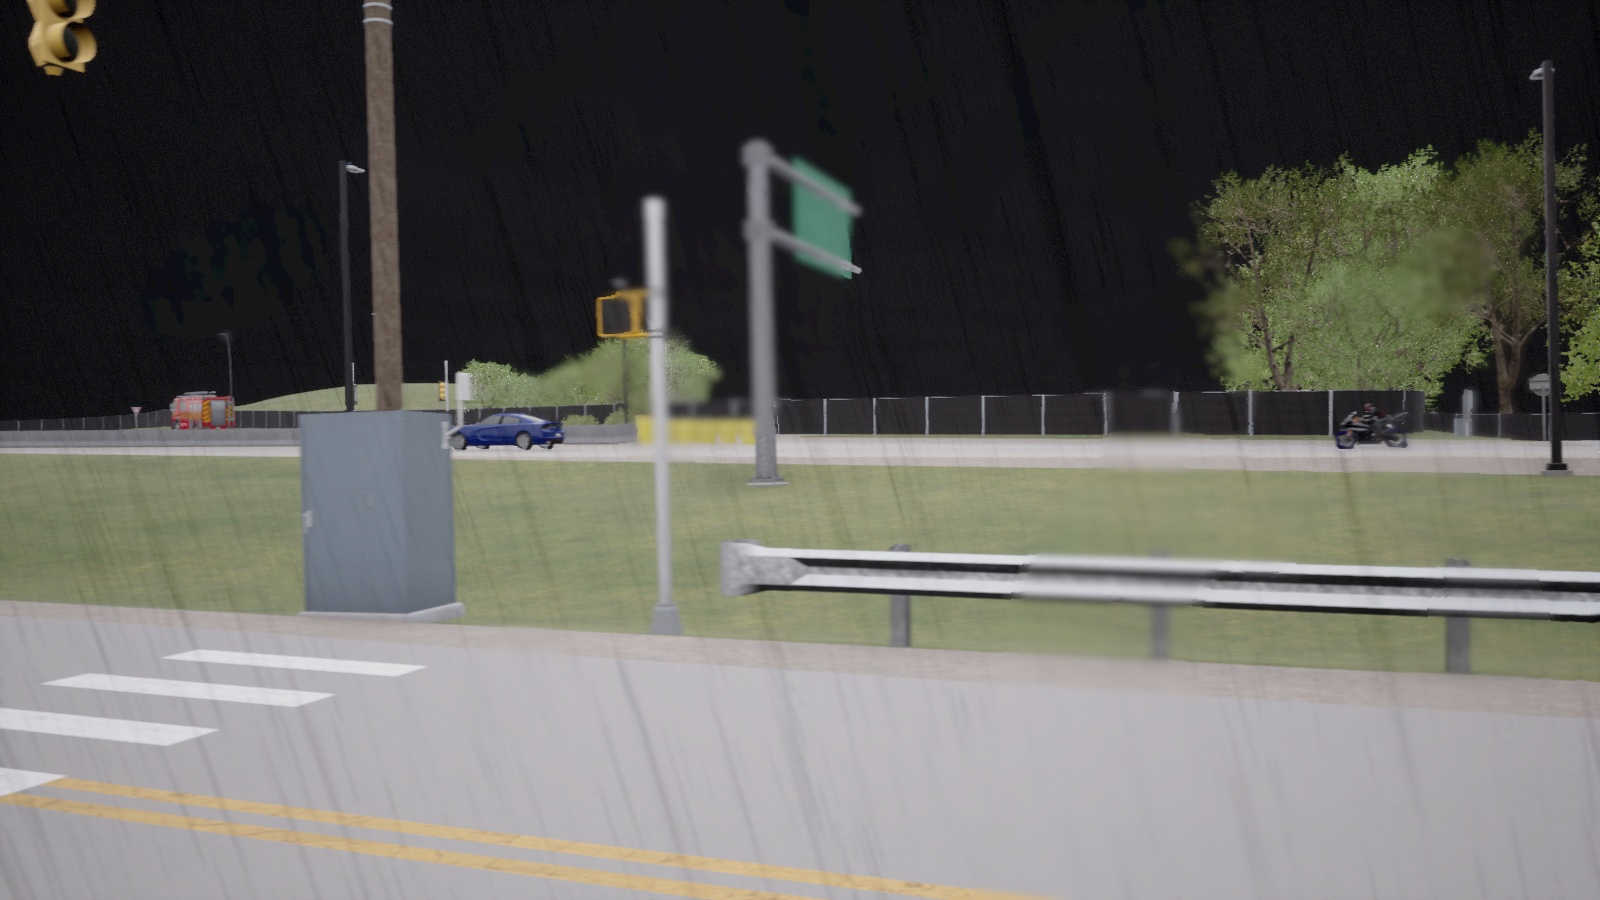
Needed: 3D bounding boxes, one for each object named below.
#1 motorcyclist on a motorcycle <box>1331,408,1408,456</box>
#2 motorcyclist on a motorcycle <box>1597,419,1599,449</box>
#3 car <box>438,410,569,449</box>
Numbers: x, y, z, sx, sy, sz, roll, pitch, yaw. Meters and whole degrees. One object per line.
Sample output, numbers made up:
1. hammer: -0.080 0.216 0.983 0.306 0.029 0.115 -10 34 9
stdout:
1. motorcyclist on a motorcycle: 18.499 -0.596 40.834 2.191 1.530 0.866 0 1 20
2. motorcyclist on a motorcycle: 41.891 -0.831 64.691 0.866 1.530 2.191 -1 0 18
3. car: -12.189 -0.851 51.621 5.008 1.535 1.882 0 1 19
